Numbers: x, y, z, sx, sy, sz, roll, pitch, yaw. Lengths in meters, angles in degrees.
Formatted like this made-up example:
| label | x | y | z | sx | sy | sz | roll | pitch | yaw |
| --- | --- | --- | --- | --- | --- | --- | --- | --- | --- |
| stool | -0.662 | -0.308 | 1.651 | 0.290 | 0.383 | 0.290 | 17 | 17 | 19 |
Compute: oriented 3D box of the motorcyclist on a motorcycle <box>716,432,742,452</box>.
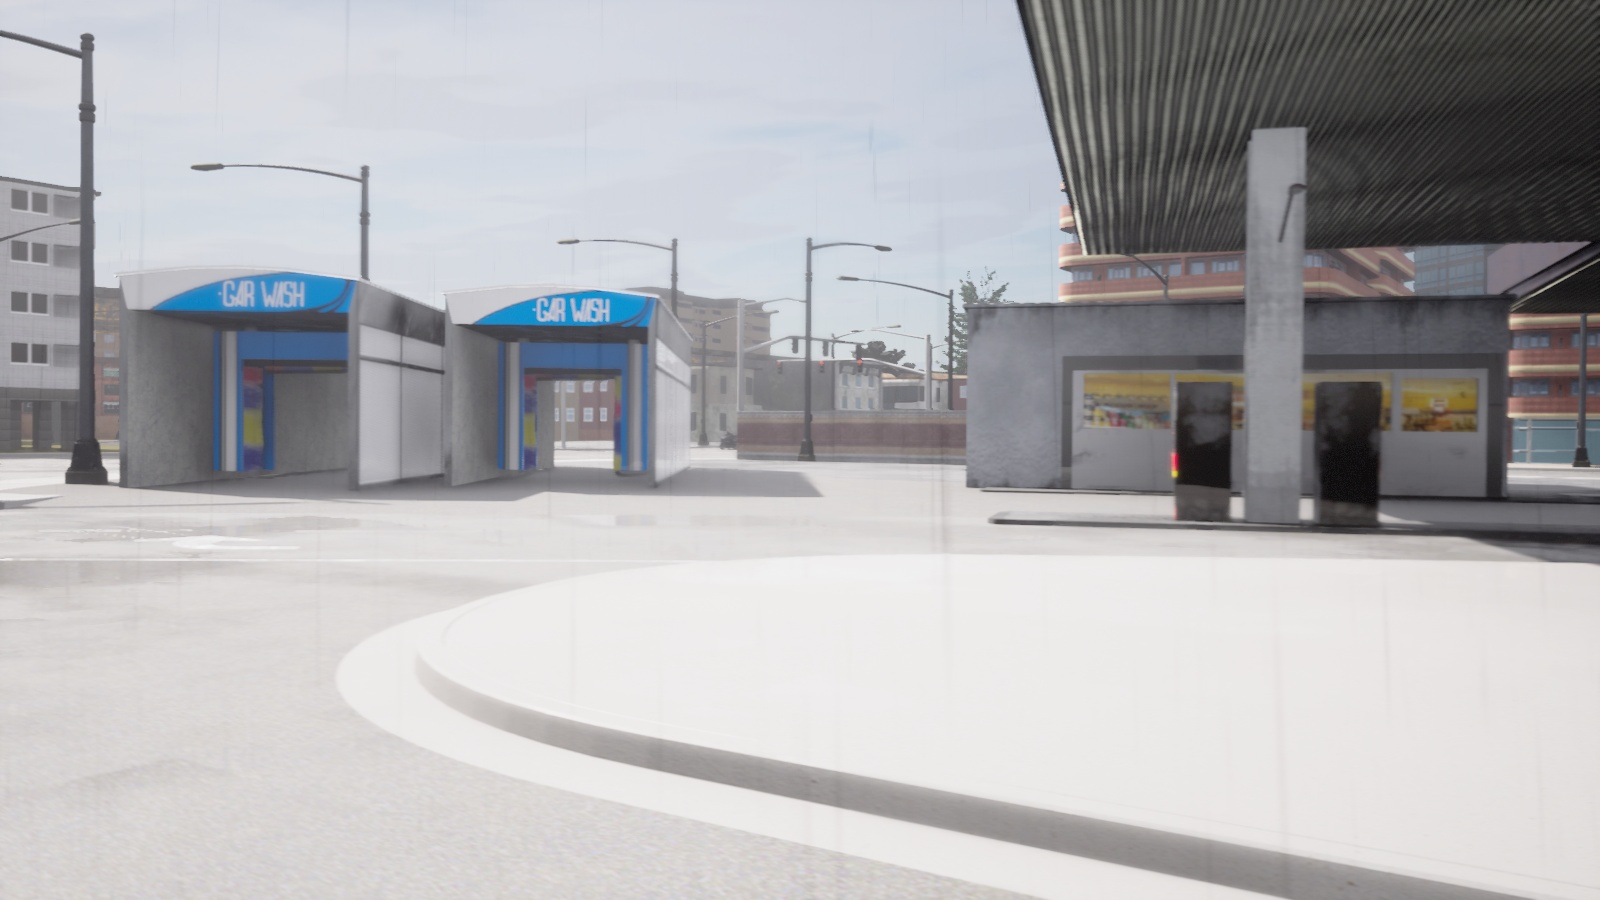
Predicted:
| label | x | y | z | sx | sy | sz | roll | pitch | yaw |
| --- | --- | --- | --- | --- | --- | --- | --- | --- | --- |
| motorcyclist on a motorcycle | -5.499 | -0.633 | 97.015 | 0.866 | 1.530 | 2.191 | 0 | 2 | 34 |
